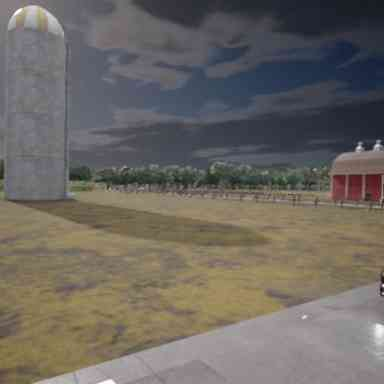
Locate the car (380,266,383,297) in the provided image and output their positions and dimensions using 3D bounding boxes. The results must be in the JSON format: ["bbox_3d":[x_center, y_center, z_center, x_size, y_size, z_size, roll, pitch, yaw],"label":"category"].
[{"bbox_3d":[6.062,1.615,7.389,4.902,1.511,2.128,1,-1,-35],"label":"car"}]
